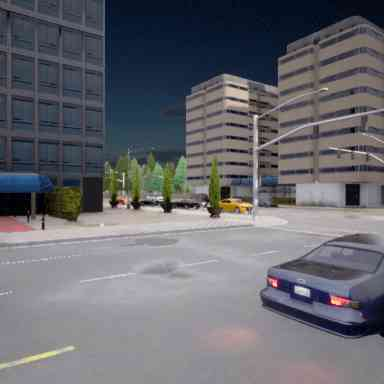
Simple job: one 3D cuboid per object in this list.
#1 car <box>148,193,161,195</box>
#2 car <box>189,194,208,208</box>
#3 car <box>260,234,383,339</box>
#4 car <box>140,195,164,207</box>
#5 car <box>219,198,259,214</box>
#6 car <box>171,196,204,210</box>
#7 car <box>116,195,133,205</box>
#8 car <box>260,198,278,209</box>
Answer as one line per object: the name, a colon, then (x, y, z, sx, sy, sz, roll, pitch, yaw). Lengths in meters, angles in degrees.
car: (-5.810, 1.221, 56.766, 2.150, 2.045, 5.566, 0, 0, -34)
car: (0.254, 1.491, 48.083, 2.128, 1.511, 4.902, 0, 0, -35)
car: (3.719, 1.547, 6.473, 5.357, 1.411, 2.033, 0, 0, -35)
car: (-6.165, 1.601, 51.152, 1.895, 1.301, 4.718, 0, 0, -35)
car: (4.467, 1.478, 35.964, 1.882, 1.535, 5.008, 0, 0, -35)
car: (-0.893, 1.601, 43.619, 1.895, 1.301, 4.718, 0, 0, -35)
car: (-12.002, 1.352, 59.555, 2.097, 1.767, 4.553, 0, 0, -35)
car: (9.961, 1.563, 46.796, 1.994, 1.385, 4.181, 0, 0, -35)
